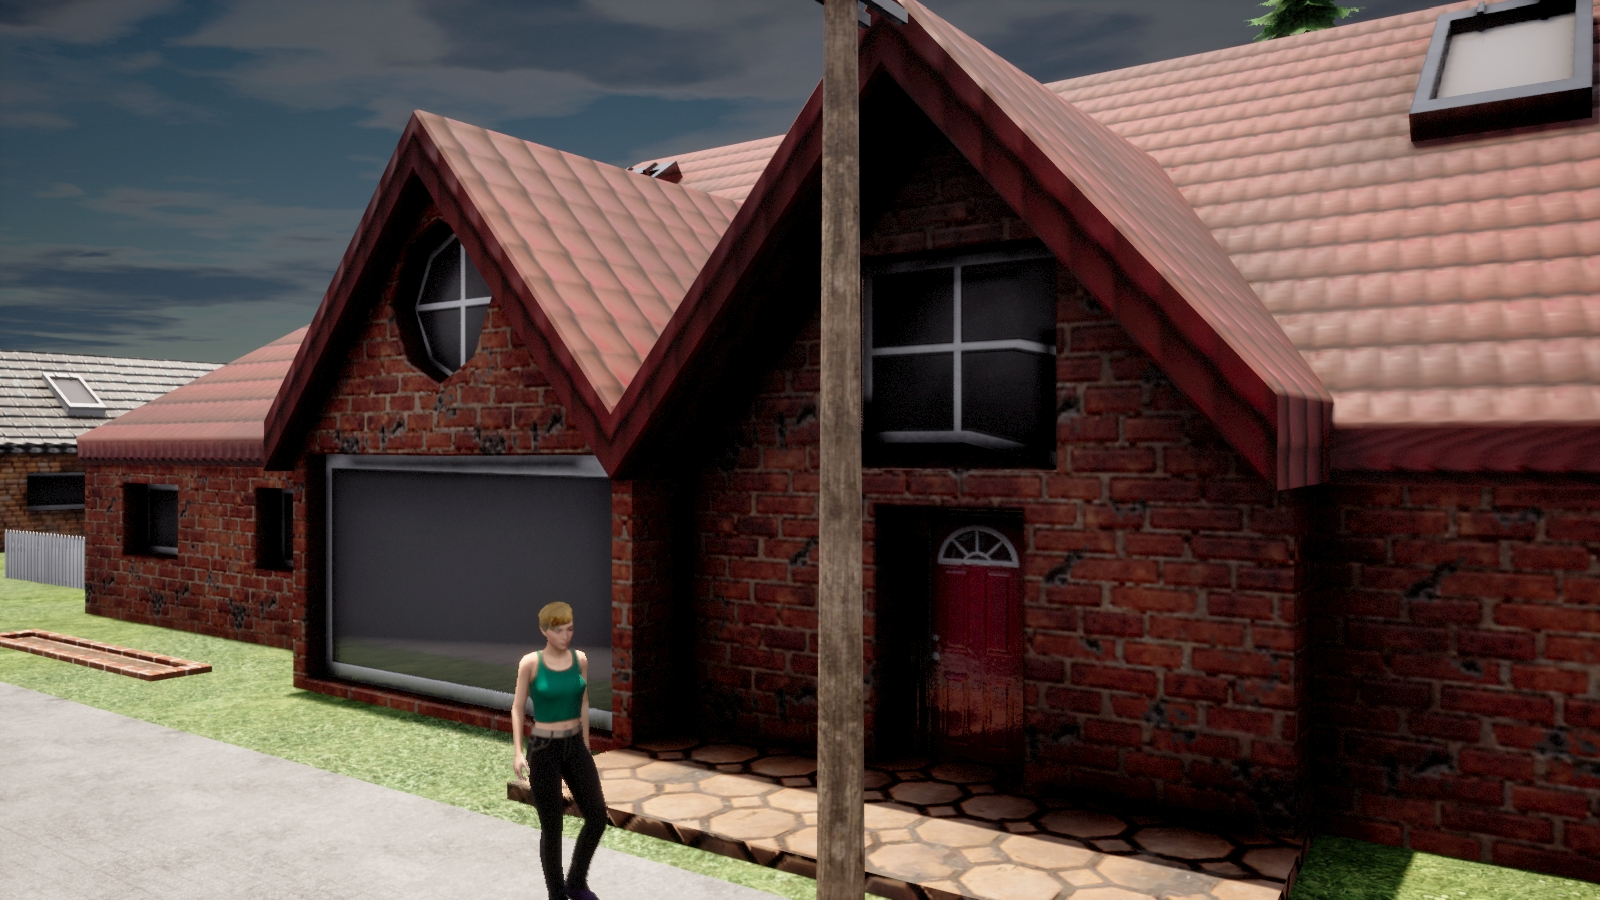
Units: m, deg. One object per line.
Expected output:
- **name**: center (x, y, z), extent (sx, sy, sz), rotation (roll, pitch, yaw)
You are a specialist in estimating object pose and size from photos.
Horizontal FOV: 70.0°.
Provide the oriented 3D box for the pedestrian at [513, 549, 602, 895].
- **pedestrian**: center (-1.393, 1.524, 6.567), extent (0.375, 1.860, 0.375), rotation (0, 0, -37)
